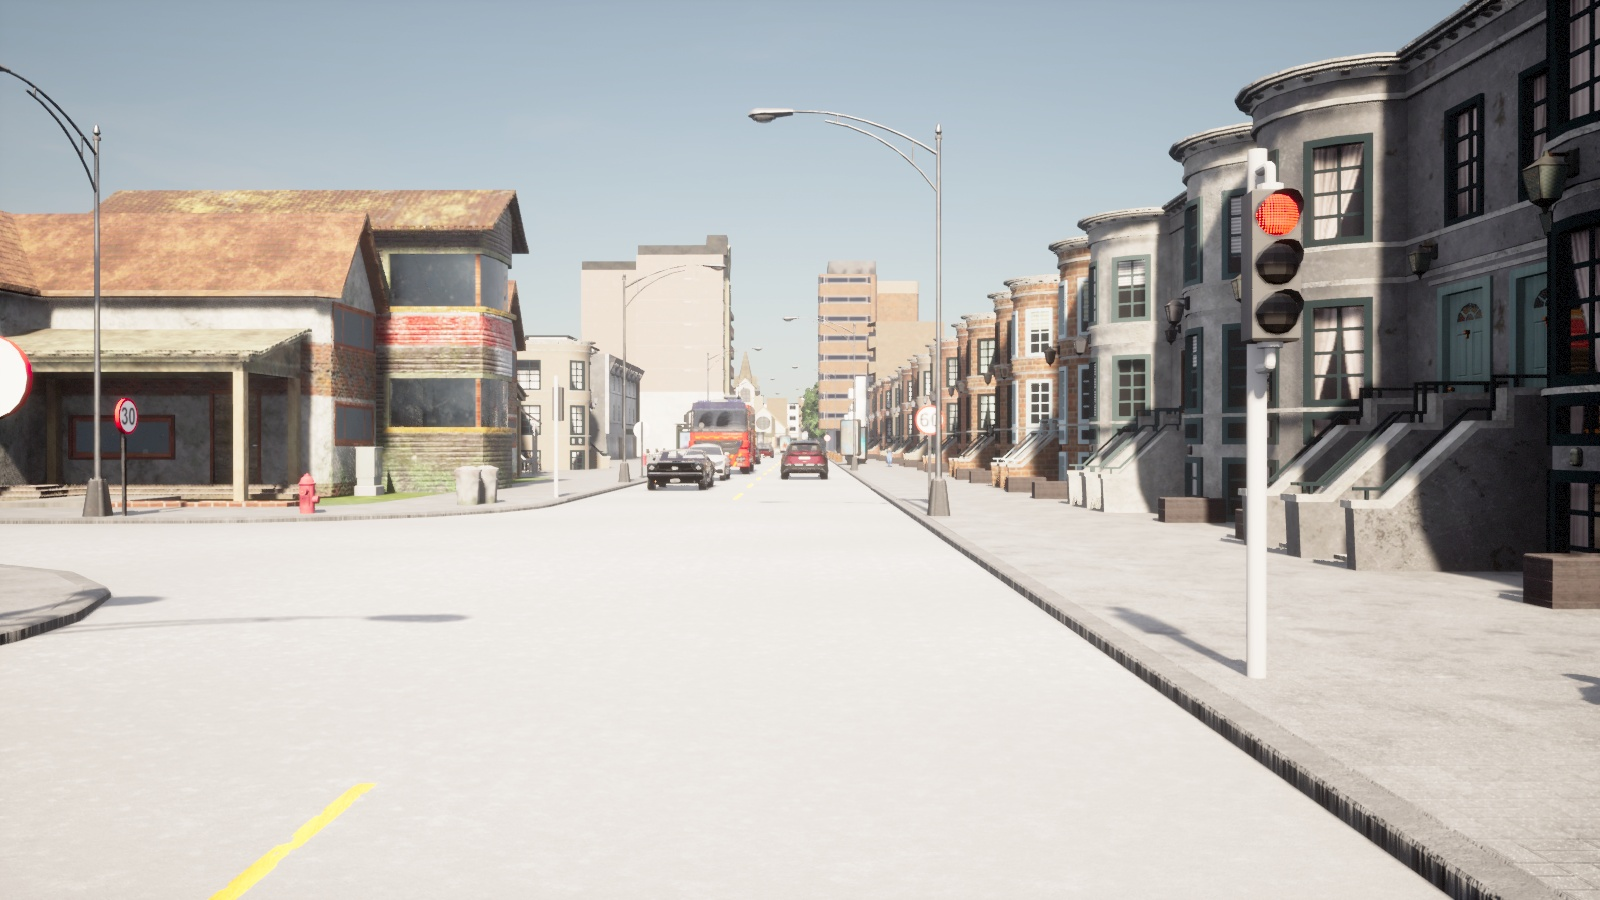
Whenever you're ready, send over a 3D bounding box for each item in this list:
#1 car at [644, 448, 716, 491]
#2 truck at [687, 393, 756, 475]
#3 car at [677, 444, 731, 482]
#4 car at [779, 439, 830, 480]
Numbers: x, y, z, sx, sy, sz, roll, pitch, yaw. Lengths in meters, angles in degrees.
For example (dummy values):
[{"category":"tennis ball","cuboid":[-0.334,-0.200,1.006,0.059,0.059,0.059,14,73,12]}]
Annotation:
[{"category":"car","cuboid":[-3.852,0.612,41.032,1.895,1.301,4.718,0,0,0]},{"category":"truck","cuboid":[-3.776,-0.775,62.370,2.891,3.827,8.468,0,1,0]},{"category":"car","cuboid":[-3.820,0.482,50.824,1.812,1.442,4.674,0,0,0]},{"category":"car","cuboid":[0.189,0.377,53.157,2.033,1.649,4.856,0,0,0]}]
